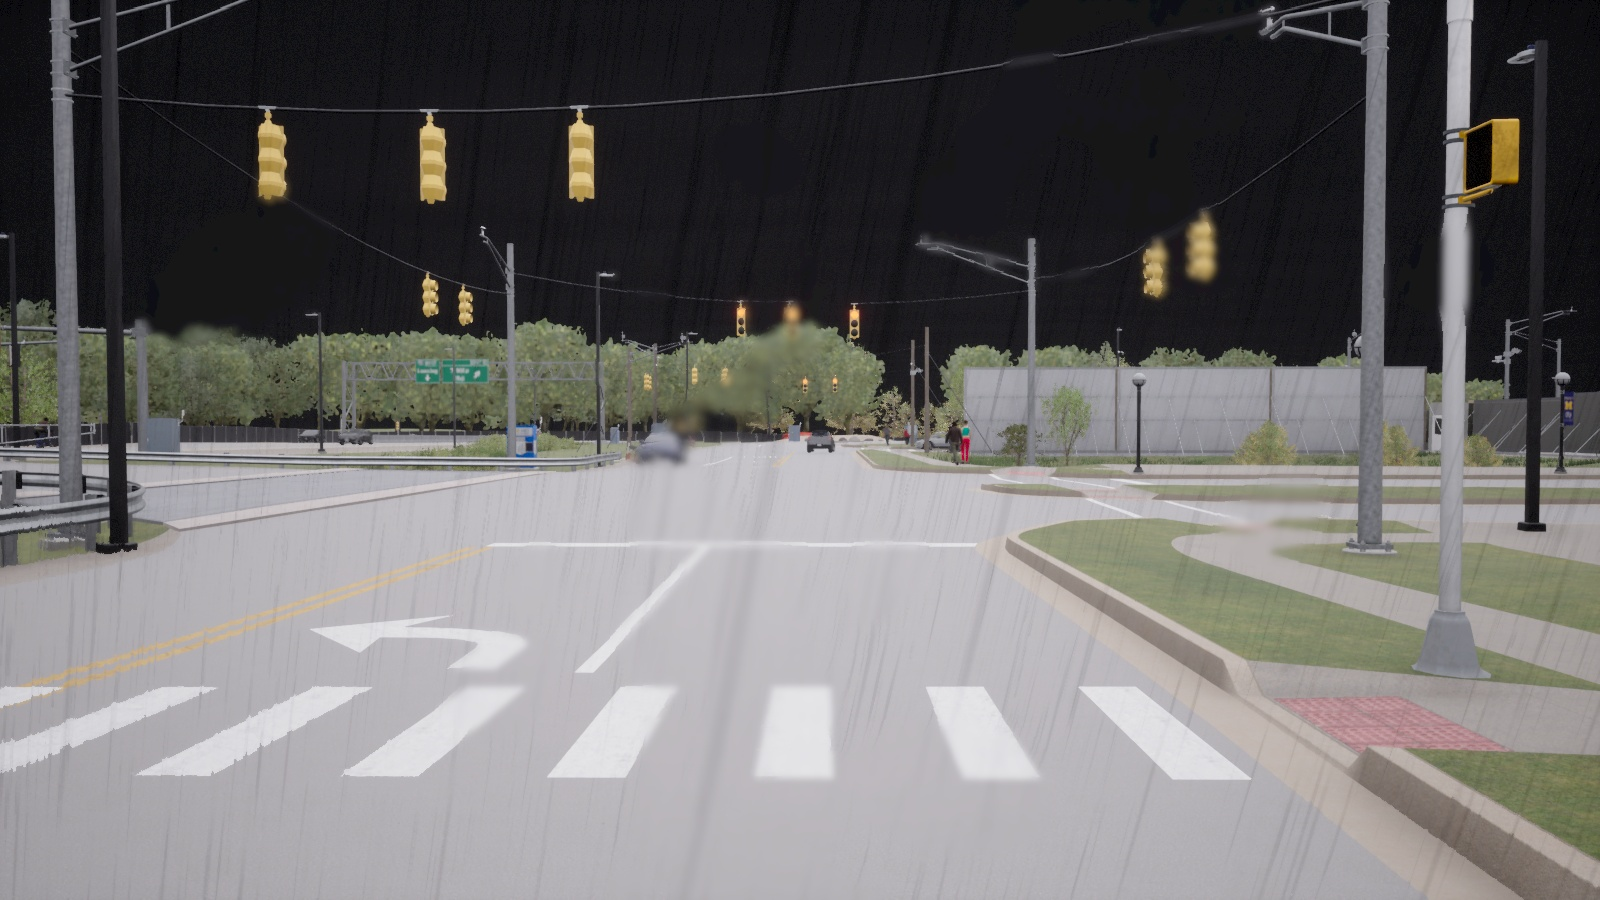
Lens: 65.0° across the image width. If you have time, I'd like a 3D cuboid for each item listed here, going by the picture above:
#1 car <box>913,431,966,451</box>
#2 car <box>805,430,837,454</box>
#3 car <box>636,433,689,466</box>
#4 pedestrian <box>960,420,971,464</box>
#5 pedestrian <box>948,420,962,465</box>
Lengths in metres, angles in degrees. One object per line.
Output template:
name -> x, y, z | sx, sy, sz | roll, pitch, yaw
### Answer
car -> 10.825, -0.698, 97.489 | 3.806, 1.475, 1.970 | 1, 2, -4
car -> 1.419, -0.558, 83.865 | 1.845, 1.501, 3.633 | 0, 1, 5
car -> -6.298, -0.042, 57.913 | 1.812, 1.442, 4.674 | 0, 1, 1
pedestrian -> 6.920, -0.343, 52.574 | 0.345, 1.836, 0.594 | 0, 2, 0
pedestrian -> 6.388, -0.309, 51.777 | 0.431, 1.840, 0.703 | 0, 2, -7
